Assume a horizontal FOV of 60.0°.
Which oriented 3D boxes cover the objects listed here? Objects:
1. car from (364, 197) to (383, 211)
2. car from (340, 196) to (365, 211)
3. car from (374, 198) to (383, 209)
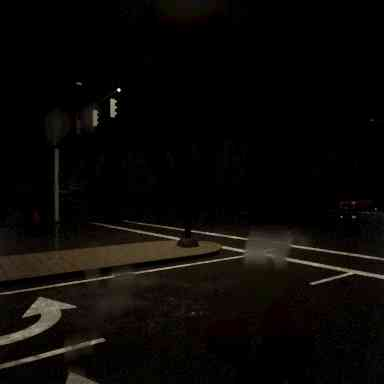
[{"bbox_3d":[22.821,1.547,38.873,5.357,1.411,2.033,0,0,-35],"label":"car"},{"bbox_3d":[20.409,1.352,41.405,4.553,1.767,2.097,0,0,-36],"label":"car"},{"bbox_3d":[27.424,1.564,46.433,4.181,1.385,1.994,0,0,-36],"label":"car"}]
